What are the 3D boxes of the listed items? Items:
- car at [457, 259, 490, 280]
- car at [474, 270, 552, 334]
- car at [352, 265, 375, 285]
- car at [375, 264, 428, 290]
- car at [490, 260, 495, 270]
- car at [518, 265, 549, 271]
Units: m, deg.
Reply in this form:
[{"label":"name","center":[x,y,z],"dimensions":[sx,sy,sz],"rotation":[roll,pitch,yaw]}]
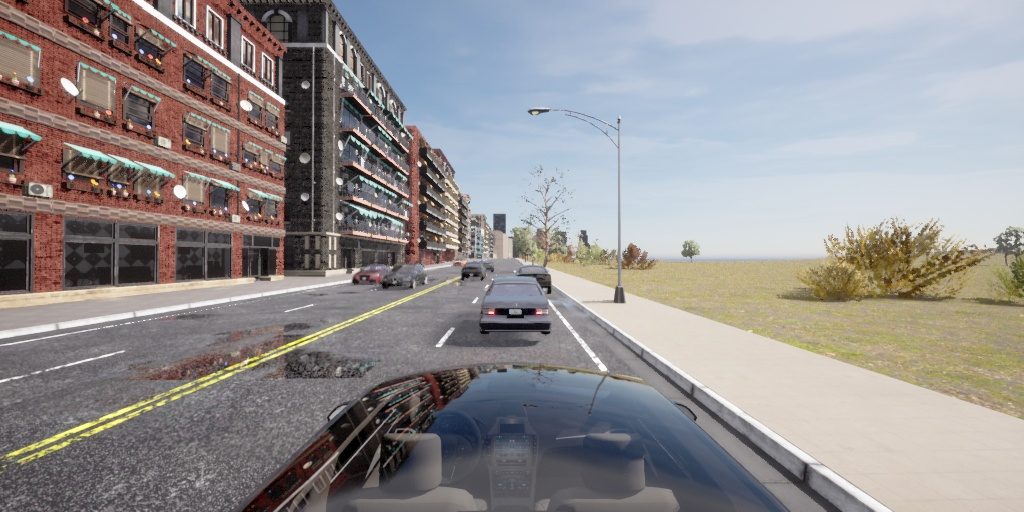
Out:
[{"label":"car","center":[-3.180,1.255,30.646],"dimensions":[1.837,1.490,4.892],"rotation":[0,-1,0]},{"label":"car","center":[0.094,1.299,10.553],"dimensions":[2.033,1.411,5.357],"rotation":[0,0,0]},{"label":"car","center":[-9.872,1.316,25.955],"dimensions":[1.994,1.385,4.181],"rotation":[0,0,0]},{"label":"car","center":[-6.621,1.257,22.568],"dimensions":[1.837,1.490,4.892],"rotation":[0,0,0]},{"label":"car","center":[-3.185,1.243,44.931],"dimensions":[2.128,1.511,4.902],"rotation":[0,0,0]},{"label":"car","center":[1.120,1.230,20.316],"dimensions":[1.882,1.535,5.008],"rotation":[0,0,0]}]
